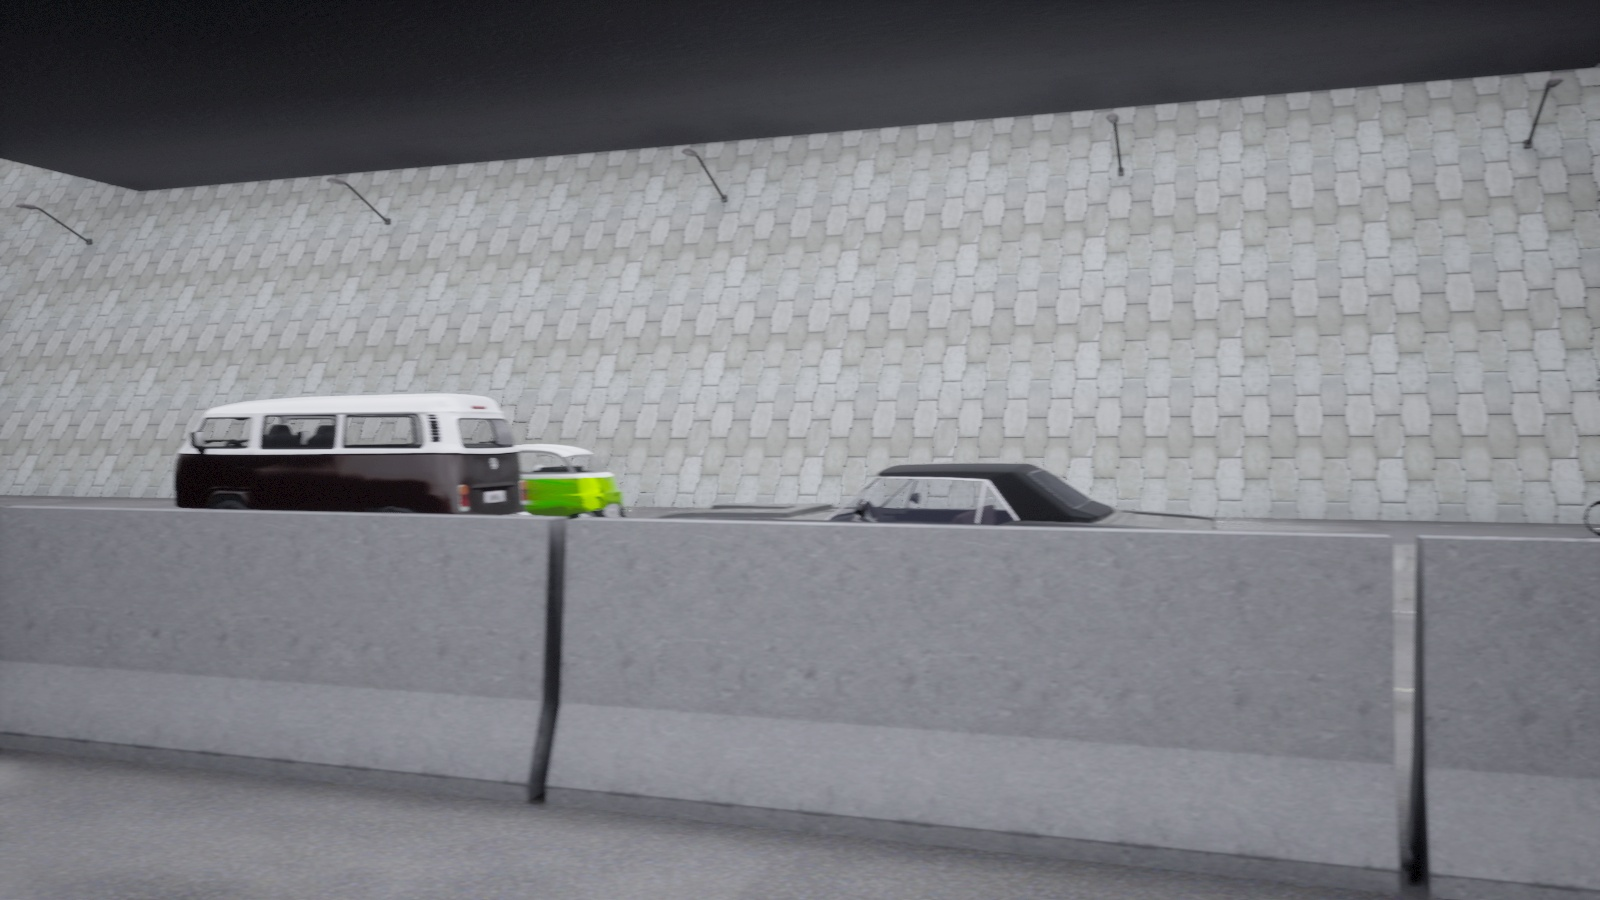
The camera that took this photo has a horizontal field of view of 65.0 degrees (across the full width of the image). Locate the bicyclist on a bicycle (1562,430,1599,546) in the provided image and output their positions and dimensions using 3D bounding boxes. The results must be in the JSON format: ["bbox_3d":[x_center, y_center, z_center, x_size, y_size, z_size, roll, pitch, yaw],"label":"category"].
[{"bbox_3d":[11.725,0.524,17.704,1.509,1.612,0.866,1,1,19],"label":"bicyclist on a bicycle"}]

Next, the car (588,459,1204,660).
[{"bbox_3d":[0.822,0.765,10.303,4.718,1.301,1.895,1,1,19],"label":"car"}]

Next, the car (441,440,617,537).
[{"bbox_3d":[-4.155,0.555,19.361,2.207,1.376,1.481,1,1,19],"label":"car"}]

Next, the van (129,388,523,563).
[{"bbox_3d":[-6.118,0.265,16.324,4.480,2.038,2.069,1,1,19],"label":"van"}]
